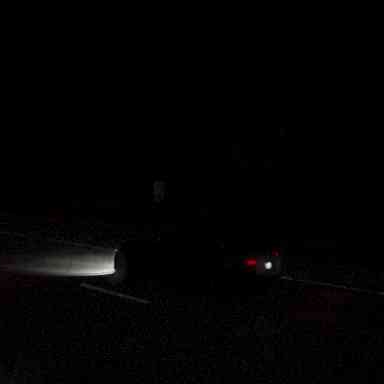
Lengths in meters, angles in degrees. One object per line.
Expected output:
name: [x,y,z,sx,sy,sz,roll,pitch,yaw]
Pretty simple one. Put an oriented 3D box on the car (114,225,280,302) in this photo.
car: [0.006,1.524,8.273,4.181,1.385,1.994,1,0,36]
